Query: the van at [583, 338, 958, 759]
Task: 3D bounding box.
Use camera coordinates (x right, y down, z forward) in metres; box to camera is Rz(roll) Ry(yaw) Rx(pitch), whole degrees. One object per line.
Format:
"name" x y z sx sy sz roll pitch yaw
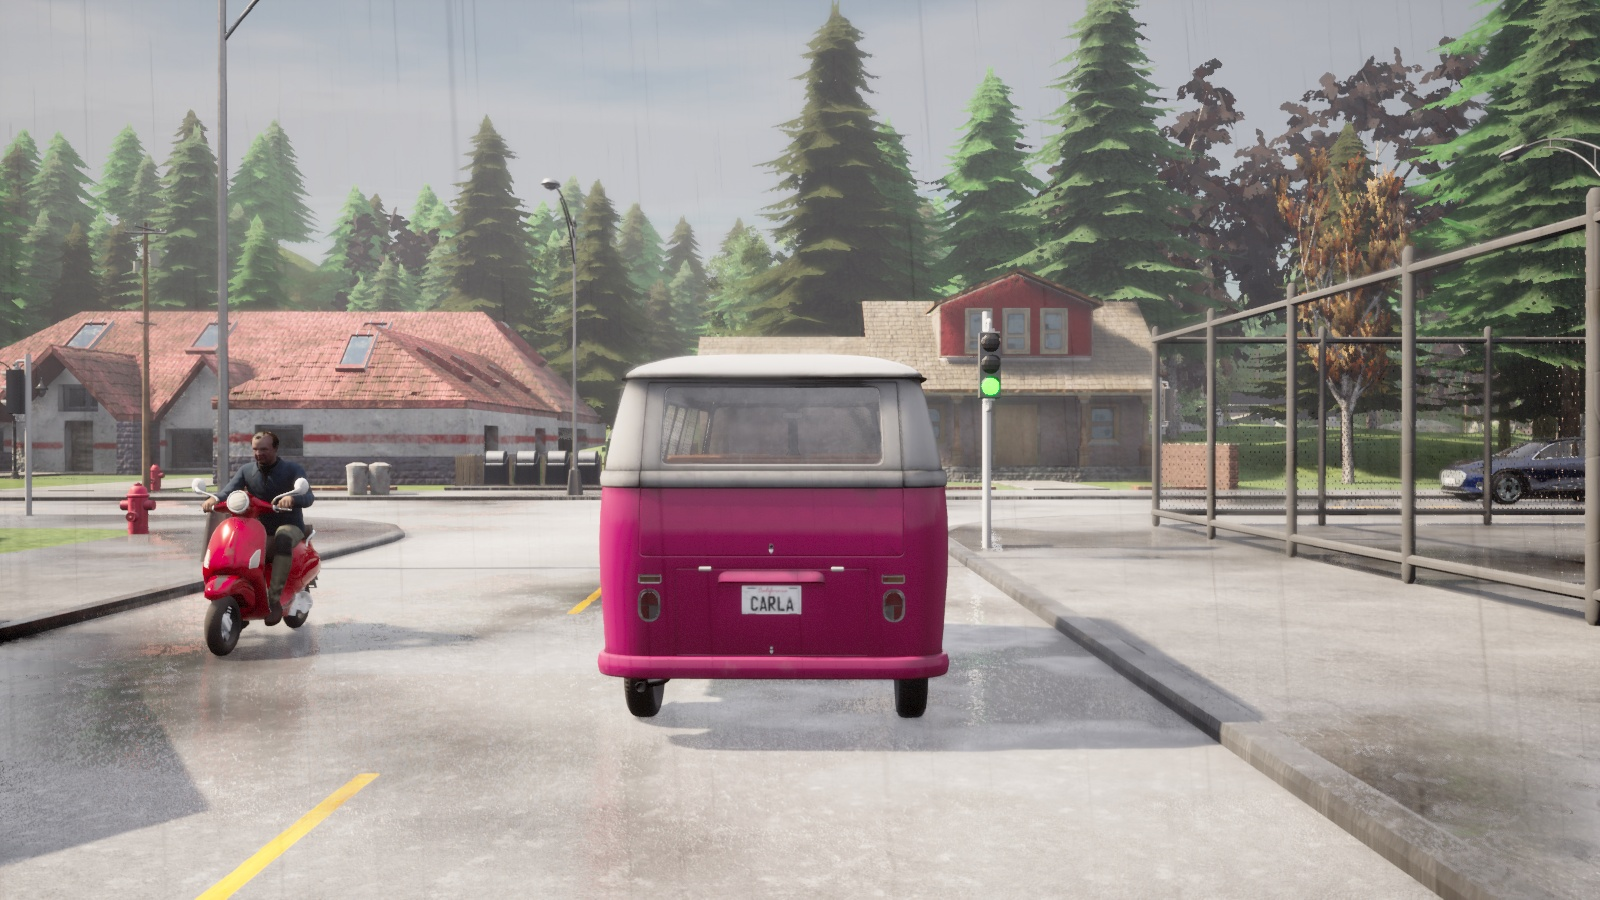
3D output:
"van" -0.096 0.453 8.167 1.775 1.987 4.442 0 0 1

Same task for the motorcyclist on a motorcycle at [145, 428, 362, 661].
"motorcyclist on a motorcycle" -4.060 0.643 9.511 0.866 1.590 1.817 0 0 -1

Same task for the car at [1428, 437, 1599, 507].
"car" 18.424 0.517 30.956 4.856 1.649 2.033 0 0 -1
